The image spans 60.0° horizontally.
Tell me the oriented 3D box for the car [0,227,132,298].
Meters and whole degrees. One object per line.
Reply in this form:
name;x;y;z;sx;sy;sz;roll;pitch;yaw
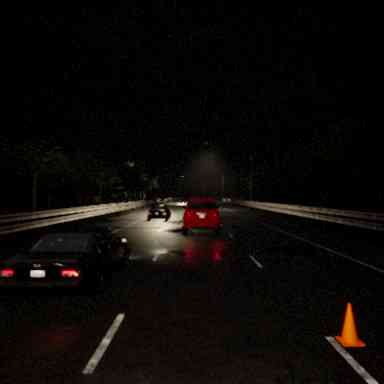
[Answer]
car;-2.969;1.645;8.913;2.033;1.411;5.357;0;-1;0

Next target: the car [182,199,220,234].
car;0.554;1.452;20.920;2.150;2.045;5.566;0;-1;0

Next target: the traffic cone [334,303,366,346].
traffic cone;2.437;2.016;5.152;0.340;0.580;0.340;0;-1;0

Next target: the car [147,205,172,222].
car;-2.928;1.874;30.196;2.033;1.411;5.357;0;-1;0

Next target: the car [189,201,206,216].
car;0.590;1.903;39.185;1.882;1.535;5.008;0;-1;0
